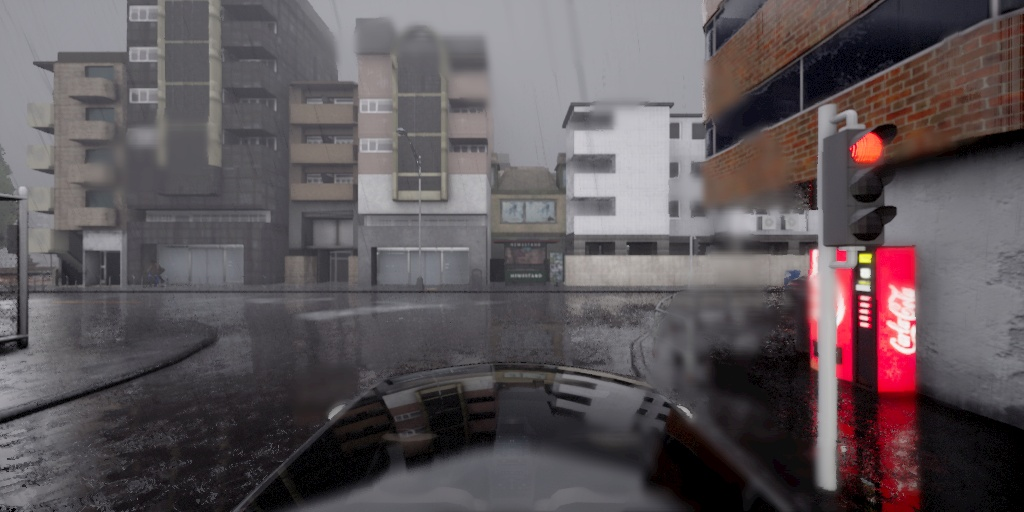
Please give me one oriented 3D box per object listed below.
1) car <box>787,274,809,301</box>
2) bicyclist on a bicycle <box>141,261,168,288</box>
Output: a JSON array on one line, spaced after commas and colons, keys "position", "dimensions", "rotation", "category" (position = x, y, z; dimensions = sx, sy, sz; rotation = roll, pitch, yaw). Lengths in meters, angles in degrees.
[{"position": [13.043, 1.254, 13.320], "dimensions": [4.892, 1.490, 1.837], "rotation": [0, 0, 0], "category": "car"}, {"position": [-21.605, 1.097, 21.709], "dimensions": [0.582, 1.620, 1.656], "rotation": [0, 0, 0], "category": "bicyclist on a bicycle"}]
